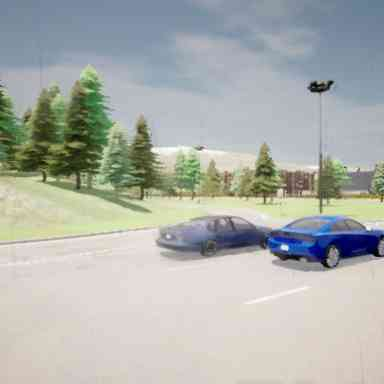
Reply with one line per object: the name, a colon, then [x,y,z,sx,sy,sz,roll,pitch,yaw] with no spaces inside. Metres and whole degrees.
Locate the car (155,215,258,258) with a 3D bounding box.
car: [1.223,1.625,13.205,5.357,1.411,2.033,0,0,-35]

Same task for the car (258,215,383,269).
car: [4.817,1.535,11.465,5.008,1.535,1.882,0,0,-35]
